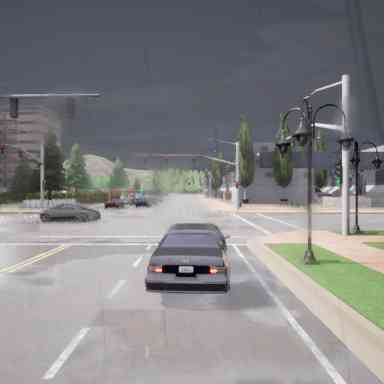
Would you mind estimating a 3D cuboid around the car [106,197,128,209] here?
[{"bbox_3d":[-10.572,1.601,45.531,1.895,1.301,4.718,0,0,0],"label":"car"}]

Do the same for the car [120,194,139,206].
[{"bbox_3d":[-10.565,1.490,54.797,2.128,1.511,4.902,0,0,0],"label":"car"}]

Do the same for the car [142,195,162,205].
[{"bbox_3d":[-7.051,1.547,58.442,2.033,1.411,5.357,0,0,0],"label":"car"}]

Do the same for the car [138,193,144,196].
[{"bbox_3d":[-10.472,1.541,68.616,2.033,1.411,5.357,0,0,0],"label":"car"}]

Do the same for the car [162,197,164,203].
[{"bbox_3d":[-6.972,1.492,69.112,2.128,1.511,4.902,0,0,0],"label":"car"}]

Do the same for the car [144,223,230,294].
[{"bbox_3d":[0.059,1.547,8.951,2.033,1.411,5.357,0,0,4],"label":"car"}]

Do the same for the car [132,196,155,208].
[{"bbox_3d":[-7.064,1.601,48.797,1.895,1.301,4.718,0,0,0],"label":"car"}]

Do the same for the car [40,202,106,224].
[{"bbox_3d":[-8.927,1.564,24.511,4.181,1.385,1.994,0,0,2],"label":"car"}]
